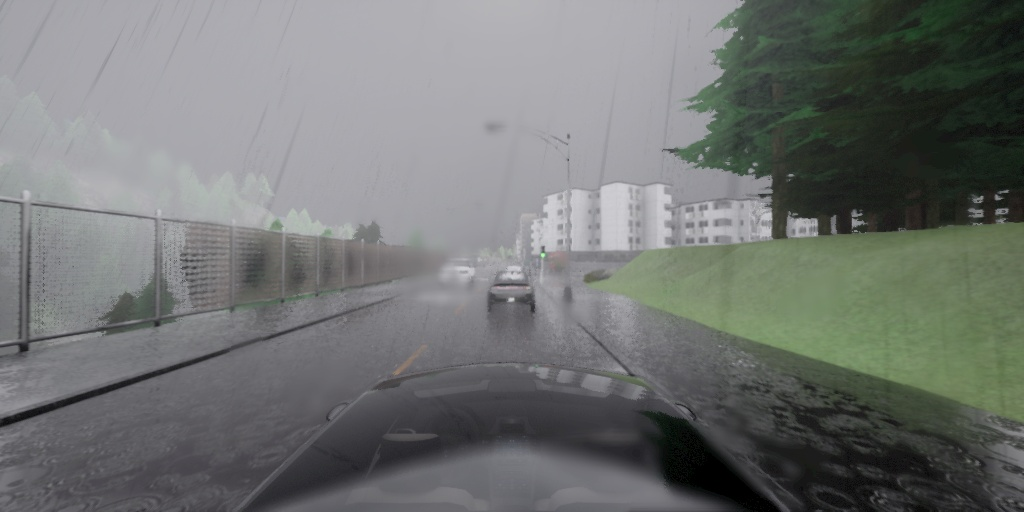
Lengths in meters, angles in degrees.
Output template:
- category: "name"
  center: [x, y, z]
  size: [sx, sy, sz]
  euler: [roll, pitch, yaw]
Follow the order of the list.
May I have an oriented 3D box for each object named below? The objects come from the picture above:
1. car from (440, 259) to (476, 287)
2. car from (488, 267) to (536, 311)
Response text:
- category: "car"
  center: [-4.030, 1.261, 27.686]
  size: [2.150, 2.045, 5.566]
  euler: [0, -1, 0]
- category: "car"
  center: [0.007, 1.392, 15.337]
  size: [2.128, 1.511, 4.902]
  euler: [0, 0, 0]
